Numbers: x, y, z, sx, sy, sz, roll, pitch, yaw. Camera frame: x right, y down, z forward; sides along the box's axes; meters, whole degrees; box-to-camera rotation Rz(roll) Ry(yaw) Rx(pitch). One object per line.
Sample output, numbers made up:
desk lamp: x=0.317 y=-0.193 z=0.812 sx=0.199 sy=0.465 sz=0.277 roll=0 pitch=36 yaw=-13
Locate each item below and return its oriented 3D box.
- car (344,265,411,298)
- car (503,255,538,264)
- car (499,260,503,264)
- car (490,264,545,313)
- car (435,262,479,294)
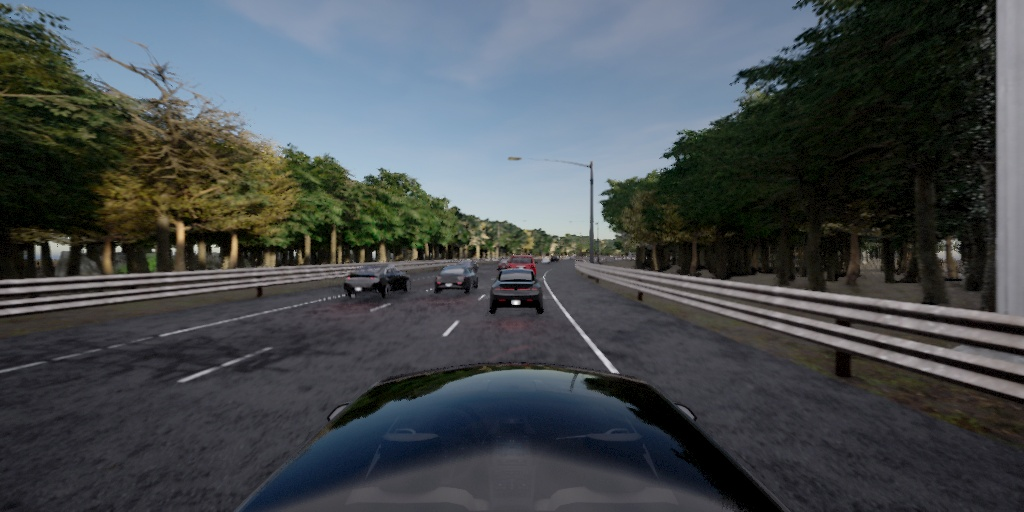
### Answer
car: x=-6.616 y=1.217 z=18.126 sx=2.128 sy=1.511 sz=4.902 roll=0 pitch=0 yaw=2
car: x=0.786 y=0.954 z=27.431 sx=2.150 sy=2.045 sz=5.566 roll=0 pitch=0 yaw=3
car: x=-0.797 y=1.236 z=49.498 sx=1.812 sy=1.442 sz=4.674 roll=0 pitch=0 yaw=6
car: x=0.194 y=1.247 z=13.980 sx=1.837 sy=1.490 sz=4.892 roll=0 pitch=0 yaw=2
car: x=-3.022 y=1.256 z=20.041 sx=1.812 sy=1.442 sz=4.674 roll=0 pitch=0 yaw=2
